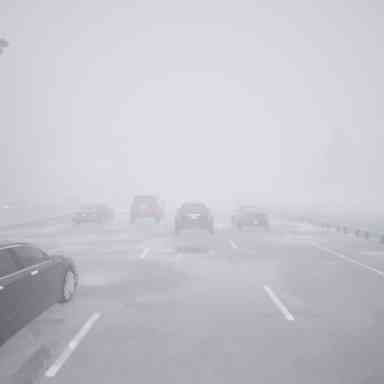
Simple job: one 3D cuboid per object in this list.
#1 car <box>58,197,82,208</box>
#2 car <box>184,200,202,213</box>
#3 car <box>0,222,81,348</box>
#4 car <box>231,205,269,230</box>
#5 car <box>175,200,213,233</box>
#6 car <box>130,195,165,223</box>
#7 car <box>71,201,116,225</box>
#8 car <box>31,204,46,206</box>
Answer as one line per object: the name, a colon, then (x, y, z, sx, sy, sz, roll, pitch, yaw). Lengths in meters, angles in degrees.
car: (-17.632, 1.526, 48.447, 1.812, 1.442, 4.674, 0, 0, -1)
car: (0.121, 1.604, 38.805, 1.895, 1.301, 4.718, 0, 0, 0)
car: (-3.398, 1.505, 5.298, 1.837, 1.490, 4.892, 0, 0, 0)
car: (3.611, 1.528, 21.094, 1.812, 1.442, 4.674, 0, 0, 0)
car: (0.109, 1.353, 19.694, 2.097, 1.767, 4.553, 0, 0, 0)
car: (-3.386, 1.223, 25.960, 2.150, 2.045, 5.566, 0, 0, 0)
car: (-6.887, 1.548, 23.731, 2.033, 1.411, 5.357, 0, 0, 0)
car: (-21.111, 1.526, 47.223, 1.812, 1.442, 4.674, 0, 0, 0)
